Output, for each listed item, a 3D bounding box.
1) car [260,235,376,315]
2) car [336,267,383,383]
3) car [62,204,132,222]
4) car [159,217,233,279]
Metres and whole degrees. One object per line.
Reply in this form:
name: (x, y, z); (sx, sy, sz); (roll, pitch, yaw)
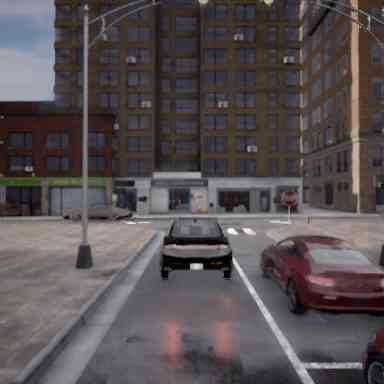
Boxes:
car: (2.651, 1.590, 7.287); (1.802, 1.307, 4.206); (1, 0, 0)
car: (2.651, 1.584, 1.848); (1.802, 1.307, 4.206); (1, 0, 0)
car: (-7.606, 1.685, 27.111); (5.357, 1.411, 2.033); (-1, -1, -1)
car: (0.102, 1.502, 10.058); (2.128, 1.511, 4.902); (0, 0, 0)
